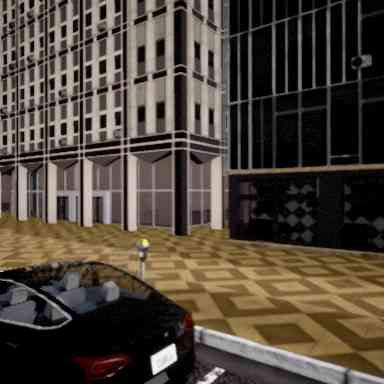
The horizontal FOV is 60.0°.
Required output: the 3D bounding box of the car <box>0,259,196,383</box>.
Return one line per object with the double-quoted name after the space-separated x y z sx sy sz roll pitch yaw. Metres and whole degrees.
-1.948 1.568 4.272 4.313 1.339 1.947 0 0 36 "car"
